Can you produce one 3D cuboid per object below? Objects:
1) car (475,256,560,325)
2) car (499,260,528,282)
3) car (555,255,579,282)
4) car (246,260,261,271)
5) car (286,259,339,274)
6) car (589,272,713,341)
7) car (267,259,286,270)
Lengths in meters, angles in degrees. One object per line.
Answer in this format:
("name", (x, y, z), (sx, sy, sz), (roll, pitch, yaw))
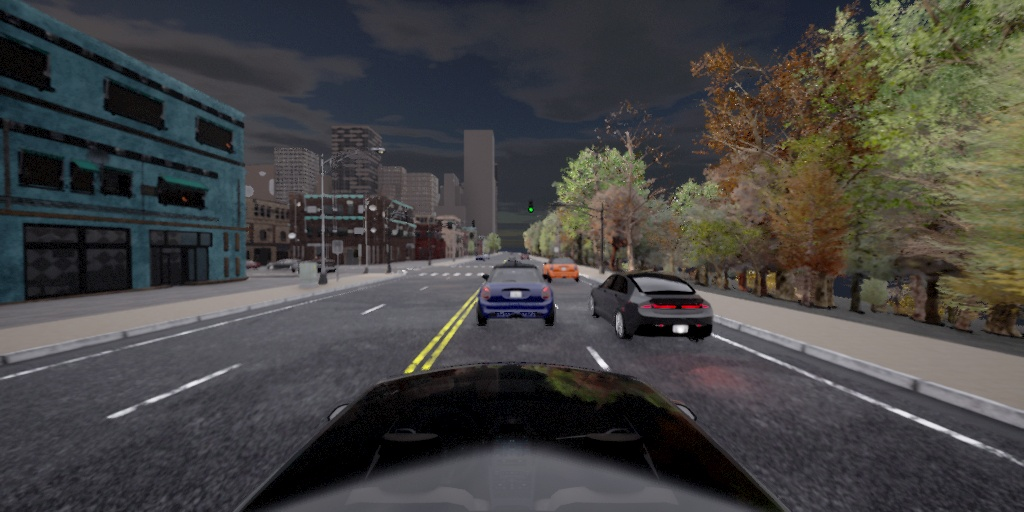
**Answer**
("car", (0.105, 0.988, 11.430), (2.097, 1.767, 4.553), (0, 1, 0))
("car", (0.114, 1.022, 26.510), (1.994, 1.385, 4.181), (0, 1, 0))
("car", (3.364, 0.824, 25.354), (2.097, 1.767, 4.553), (0, 1, 0))
("car", (-33.792, 1.150, 44.914), (4.207, 1.307, 1.802), (0, 0, 0))
("car", (-19.928, 1.159, 36.387), (4.313, 1.339, 1.948), (0, 0, 0))
("car", (3.352, 1.164, 9.538), (1.837, 1.490, 4.892), (0, 1, 0))
("car", (-28.256, 1.056, 44.904), (4.403, 1.370, 2.007), (0, 0, 0))
